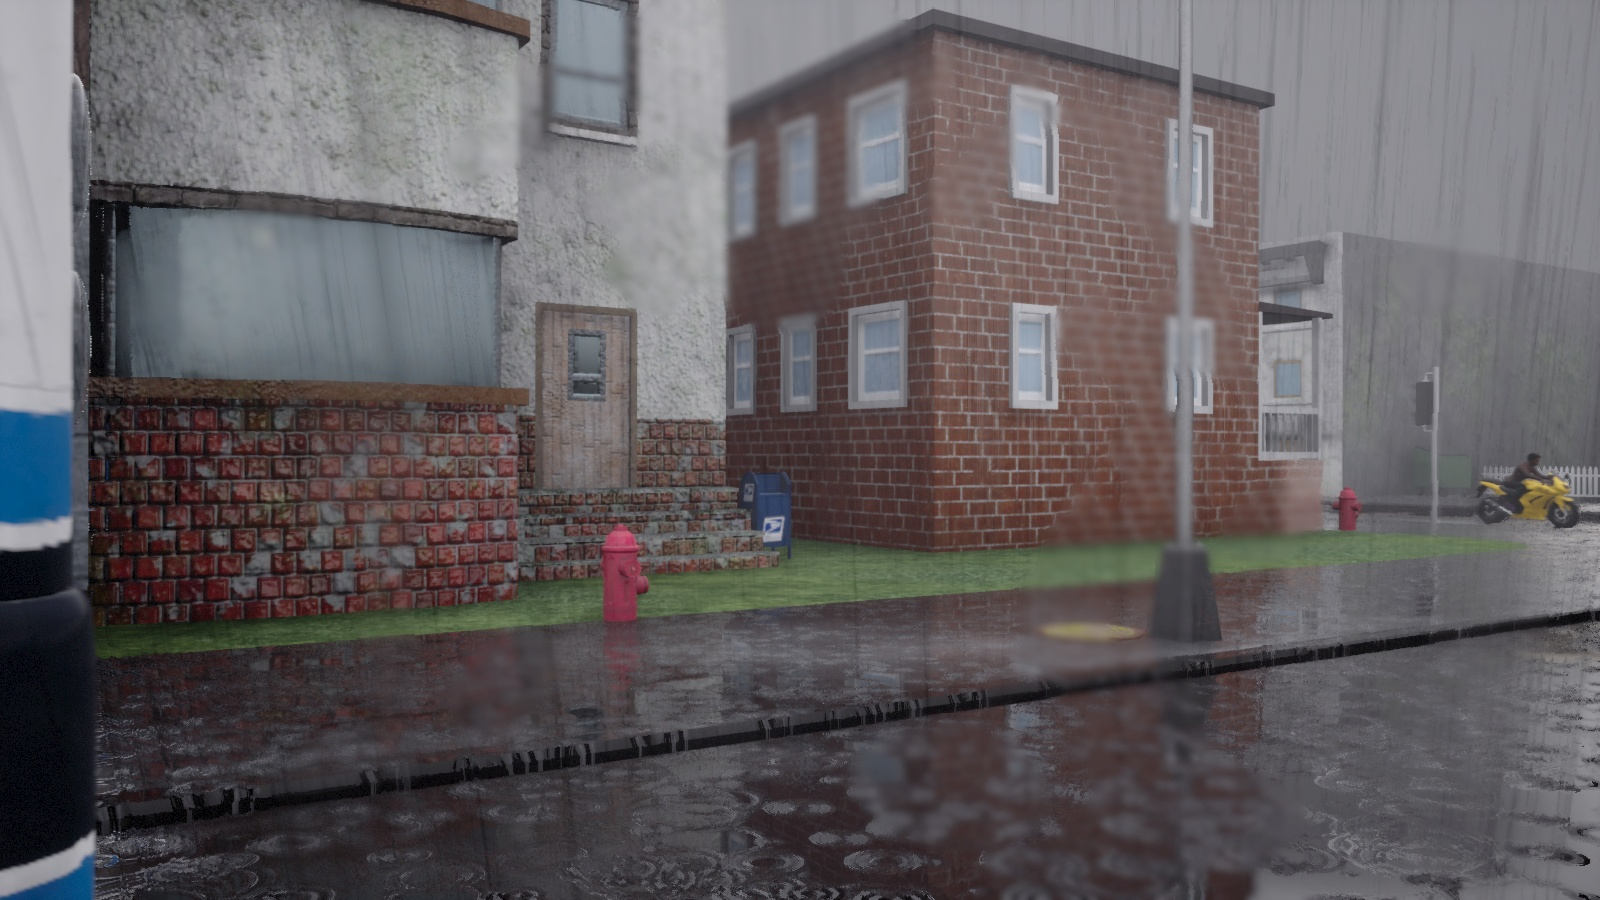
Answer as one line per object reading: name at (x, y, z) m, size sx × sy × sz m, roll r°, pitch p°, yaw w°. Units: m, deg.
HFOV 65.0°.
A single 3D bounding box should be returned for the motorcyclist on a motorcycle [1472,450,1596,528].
motorcyclist on a motorcycle at (14.952, 0.758, 25.650) m, size 0.797 × 1.523 × 2.044 m, roll 0°, pitch 0°, yaw -33°
